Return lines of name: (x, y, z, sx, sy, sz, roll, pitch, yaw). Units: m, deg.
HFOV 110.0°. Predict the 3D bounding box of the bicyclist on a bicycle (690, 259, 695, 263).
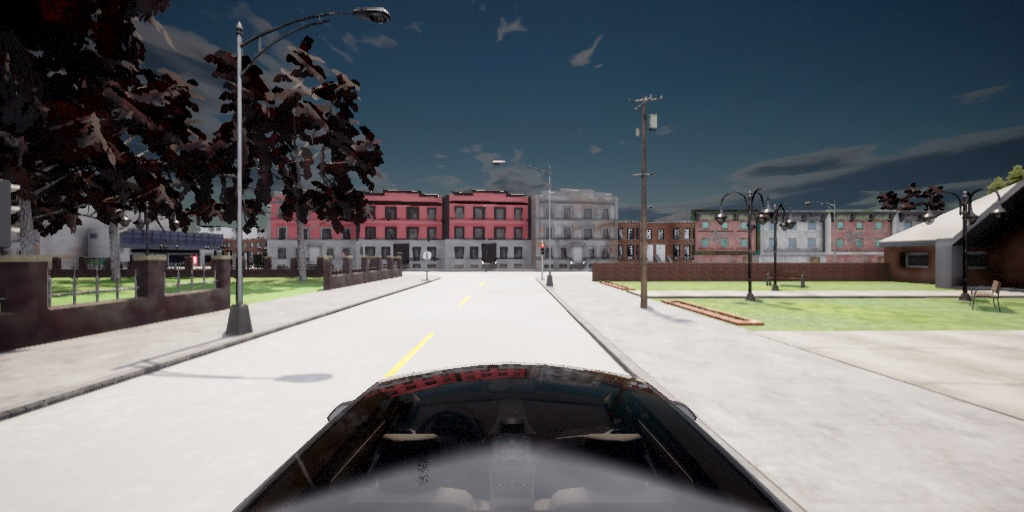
bicyclist on a bicycle: (17.314, 1.065, 34.369, 0.582, 1.620, 1.656, 0, 0, 0)
